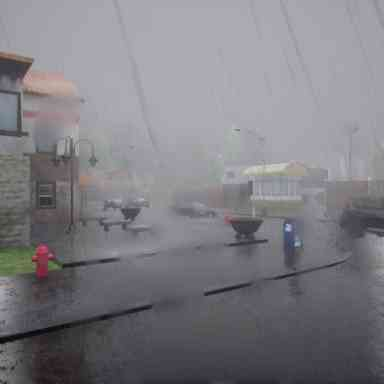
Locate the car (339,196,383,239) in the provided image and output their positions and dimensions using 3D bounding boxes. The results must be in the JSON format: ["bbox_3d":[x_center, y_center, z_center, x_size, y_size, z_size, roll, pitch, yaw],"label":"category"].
[{"bbox_3d":[9.213,1.222,14.782,2.150,2.045,5.566,1,0,-21],"label":"car"}]

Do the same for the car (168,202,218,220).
[{"bbox_3d":[-0.022,1.547,28.963,2.033,1.411,5.357,0,0,-35],"label":"car"}]

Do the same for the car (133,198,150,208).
[{"bbox_3d":[-7.681,1.526,46.781,1.812,1.442,4.674,0,0,-39],"label":"car"}]

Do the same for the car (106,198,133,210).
[{"bbox_3d":[-9.801,1.535,42.864,1.812,1.442,4.674,0,0,-35],"label":"car"}]
